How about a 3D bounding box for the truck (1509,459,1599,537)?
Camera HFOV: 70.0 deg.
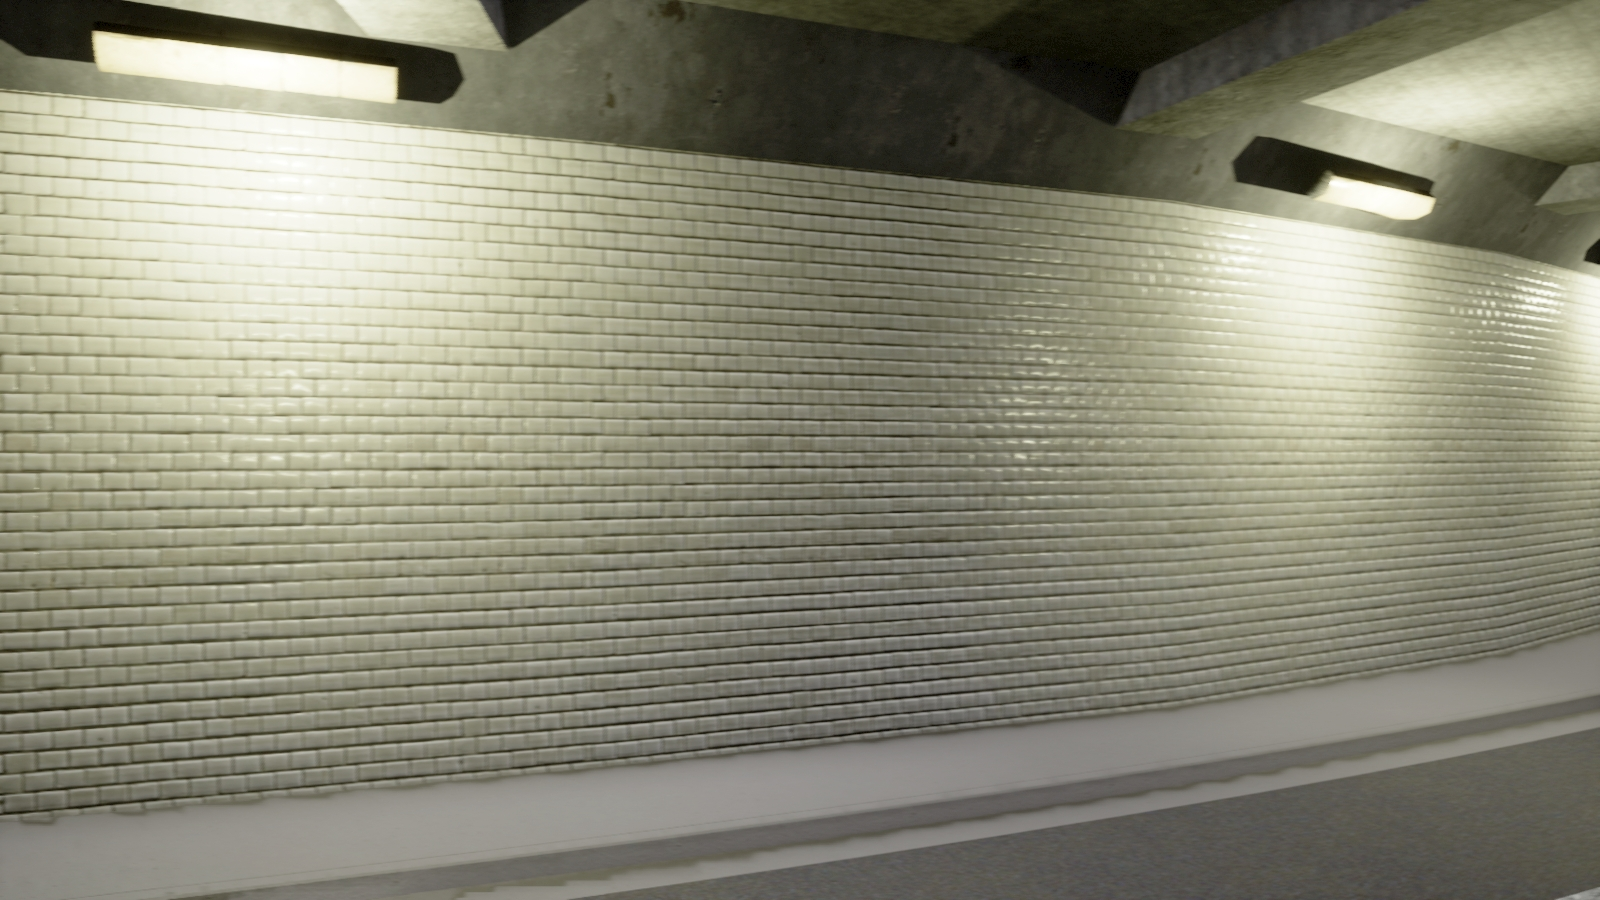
[{"bbox_3d":[26.970,1.575,38.602,2.627,2.467,5.204,0,0,-3],"label":"truck"}]
